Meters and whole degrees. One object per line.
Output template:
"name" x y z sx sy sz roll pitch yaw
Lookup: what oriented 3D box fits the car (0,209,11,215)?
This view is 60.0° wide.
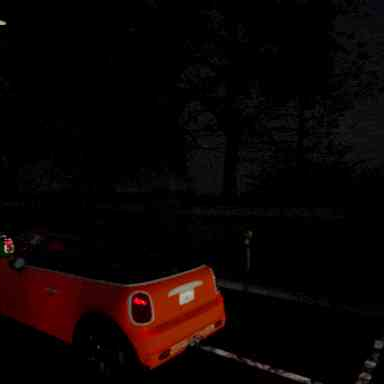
"car" -6.755 1.431 9.132 4.553 1.767 2.097 0 -1 38

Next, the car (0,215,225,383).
"car" -1.781 1.415 5.683 4.553 1.767 2.097 0 -1 36

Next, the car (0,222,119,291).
"car" -4.254 1.682 9.699 4.206 1.307 1.802 0 -1 35

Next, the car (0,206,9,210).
"car" -8.780 1.427 12.941 5.009 1.841 2.192 0 -1 35
